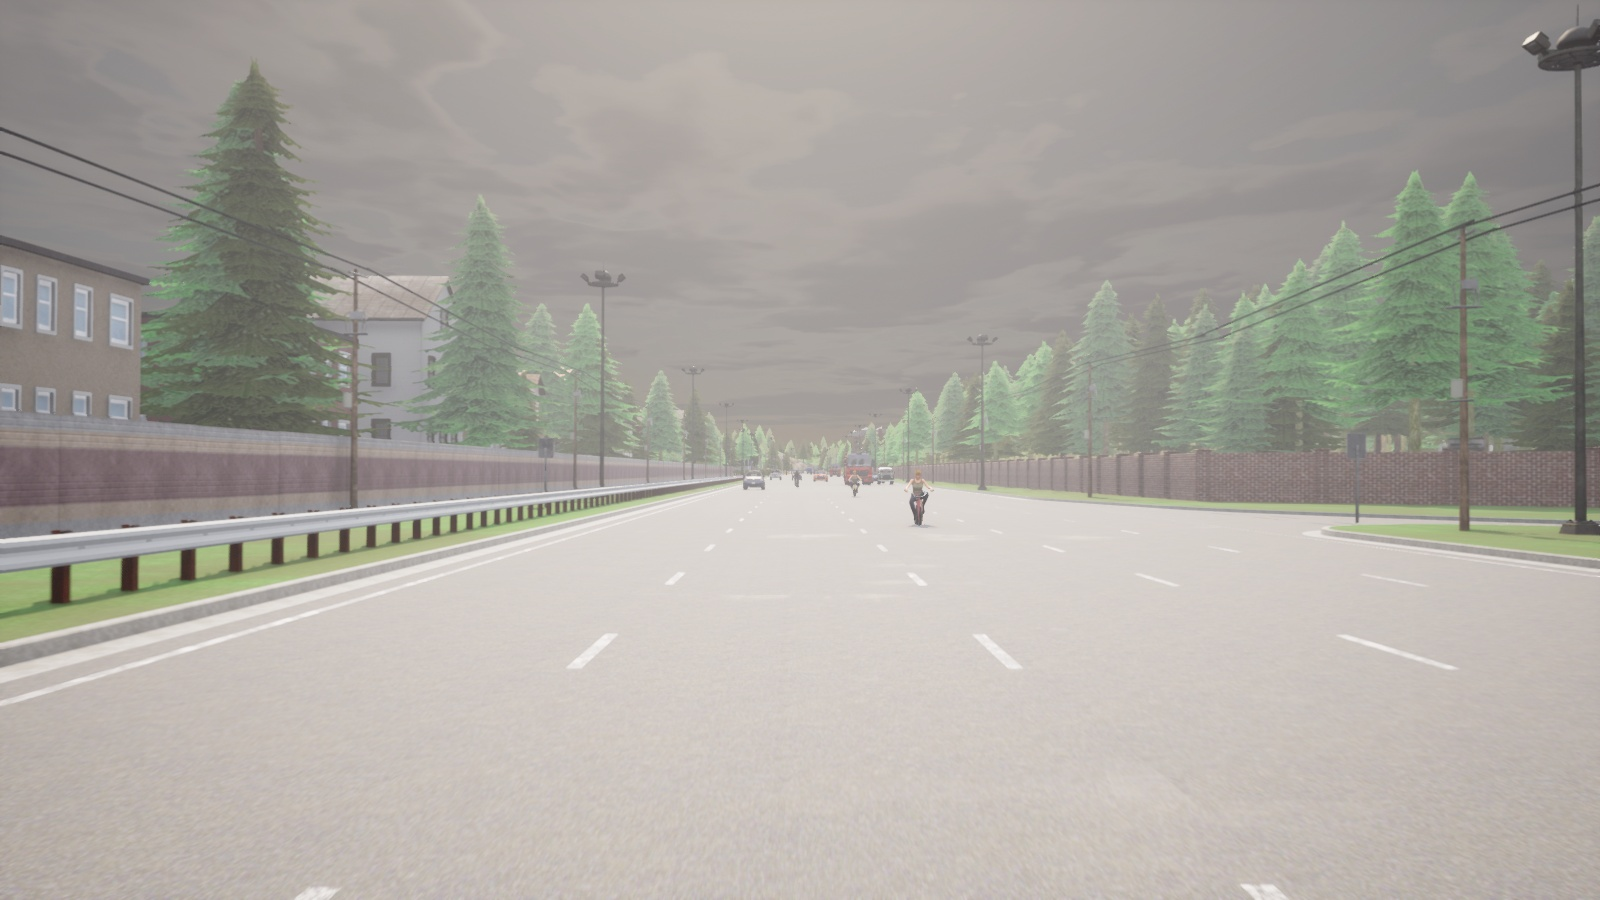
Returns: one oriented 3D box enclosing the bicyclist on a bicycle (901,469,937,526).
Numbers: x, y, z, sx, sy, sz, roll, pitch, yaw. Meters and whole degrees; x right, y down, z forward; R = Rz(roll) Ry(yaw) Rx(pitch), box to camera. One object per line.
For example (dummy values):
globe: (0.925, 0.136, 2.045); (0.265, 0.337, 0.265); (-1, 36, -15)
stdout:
bicyclist on a bicycle: (3.409, 1.341, 36.033); (0.866, 1.612, 1.509); (0, -1, 0)
